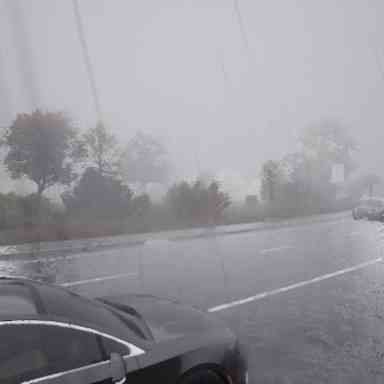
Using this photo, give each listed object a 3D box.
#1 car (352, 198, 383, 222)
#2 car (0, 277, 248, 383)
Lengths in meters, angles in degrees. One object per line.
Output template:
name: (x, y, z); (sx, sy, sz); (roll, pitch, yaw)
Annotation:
car: (14.411, 1.374, 26.380); (2.097, 1.767, 4.553); (0, 0, 43)
car: (-1.671, 1.514, 2.678); (4.892, 1.490, 1.837); (0, 0, -36)
